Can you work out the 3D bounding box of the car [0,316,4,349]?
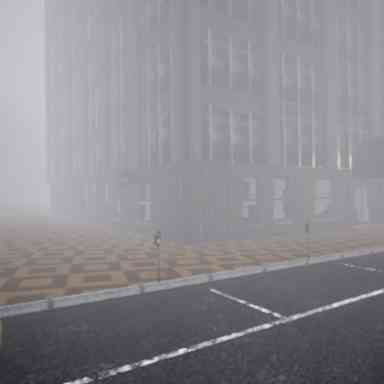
[{"bbox_3d":[-4.644,1.556,3.263,4.829,1.417,1.752,1,-2,-34],"label":"car"}]
